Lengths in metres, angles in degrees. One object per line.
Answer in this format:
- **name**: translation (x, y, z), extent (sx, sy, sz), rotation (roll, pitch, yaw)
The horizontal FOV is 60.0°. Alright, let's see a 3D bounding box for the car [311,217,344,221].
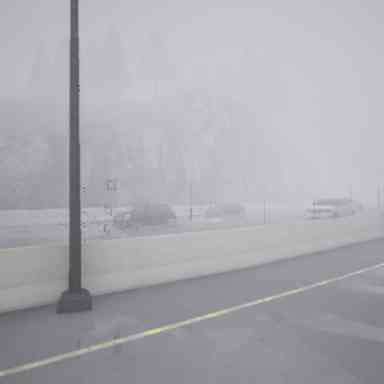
- **car**: translation (11.403, 1.446, 27.056), extent (5.566, 2.045, 2.150), rotation (1, -1, -43)
